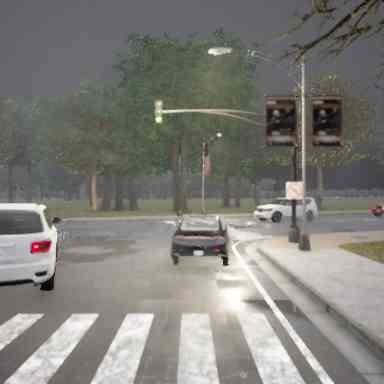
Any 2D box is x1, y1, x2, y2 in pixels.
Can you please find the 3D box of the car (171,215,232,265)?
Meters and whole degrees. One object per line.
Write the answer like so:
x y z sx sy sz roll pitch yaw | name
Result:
0.422 1.596 12.215 2.128 1.511 4.902 0 0 5 | car

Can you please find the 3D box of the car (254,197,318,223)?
8.006 1.454 28.146 5.566 2.045 2.150 0 -1 -22 | car

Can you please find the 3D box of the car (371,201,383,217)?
20.662 1.491 33.385 5.566 2.045 2.150 0 -1 -22 | car

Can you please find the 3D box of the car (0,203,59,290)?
-4.856 1.303 9.030 2.150 2.045 5.566 1 -1 -22 | car
